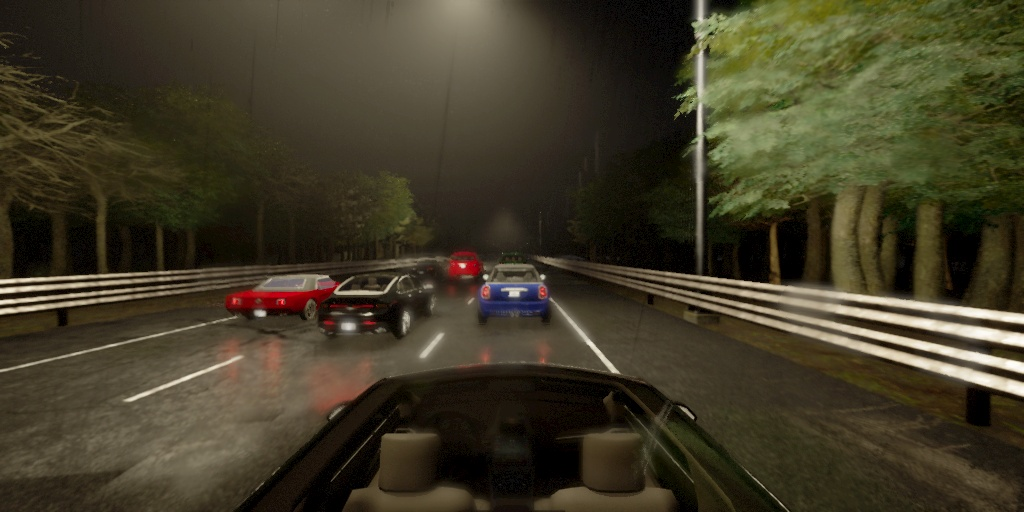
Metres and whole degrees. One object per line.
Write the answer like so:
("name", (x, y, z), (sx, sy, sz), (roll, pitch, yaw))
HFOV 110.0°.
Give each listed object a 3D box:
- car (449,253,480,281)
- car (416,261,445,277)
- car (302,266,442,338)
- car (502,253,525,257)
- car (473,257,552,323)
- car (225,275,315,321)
("car", (-3.410, 0.800, 27.678), (2.150, 2.045, 5.566), (0, 0, 0))
("car", (-6.913, 1.092, 29.652), (1.812, 1.442, 4.674), (0, 0, 0))
("car", (-3.425, 1.206, 9.962), (1.837, 1.490, 4.892), (0, 1, 0))
("car", (0.090, 0.800, 27.680), (2.150, 2.045, 5.566), (0, 0, 0))
("car", (0.082, 1.039, 11.909), (2.097, 1.767, 4.553), (0, 0, 0))
("car", (-6.914, 1.286, 12.099), (1.895, 1.301, 4.718), (0, 0, 0))
